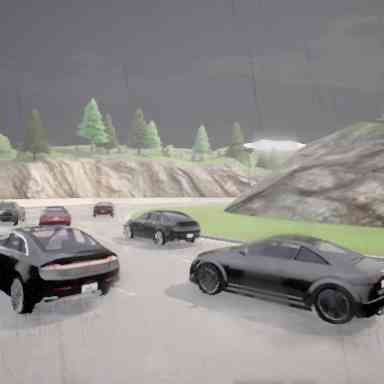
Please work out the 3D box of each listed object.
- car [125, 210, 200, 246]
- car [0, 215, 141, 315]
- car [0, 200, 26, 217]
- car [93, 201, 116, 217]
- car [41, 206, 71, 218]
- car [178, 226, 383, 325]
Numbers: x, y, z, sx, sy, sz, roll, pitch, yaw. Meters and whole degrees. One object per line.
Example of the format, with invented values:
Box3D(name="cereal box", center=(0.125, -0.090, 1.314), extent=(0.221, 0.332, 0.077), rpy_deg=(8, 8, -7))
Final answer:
Box3D(name="car", center=(-1.572, 1.615, 16.081), extent=(1.837, 1.490, 4.892), rpy_deg=(0, 0, -38))
Box3D(name="car", center=(-3.575, 1.533, 7.775), extent=(2.128, 1.511, 4.902), rpy_deg=(1, 0, -45))
Box3D(name="car", center=(-13.783, 1.465, 24.792), extent=(2.097, 1.767, 4.553), rpy_deg=(1, 0, -20))
Box3D(name="car", center=(-8.900, 1.681, 34.116), extent=(1.882, 1.535, 5.008), rpy_deg=(0, 0, -9))
Box3D(name="car", center=(-9.569, 1.687, 23.353), extent=(1.994, 1.385, 4.181), rpy_deg=(0, 0, -23))
Box3D(name="car", center=(1.965, 1.629, 7.364), extent=(4.181, 1.385, 1.994), rpy_deg=(0, 0, 40))
